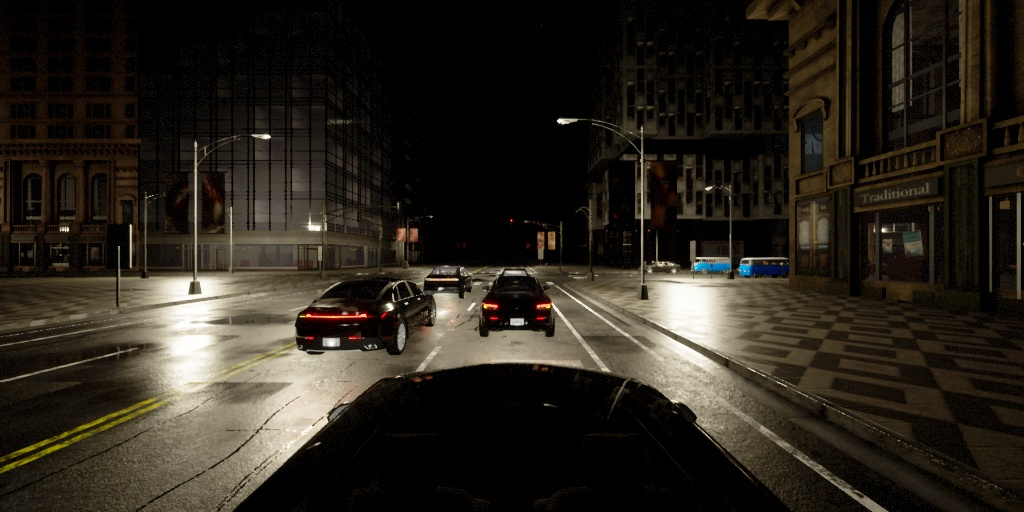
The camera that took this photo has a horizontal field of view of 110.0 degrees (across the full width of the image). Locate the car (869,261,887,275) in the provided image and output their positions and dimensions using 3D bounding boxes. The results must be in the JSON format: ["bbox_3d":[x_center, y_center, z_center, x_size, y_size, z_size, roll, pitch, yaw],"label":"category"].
[{"bbox_3d":[32.781,1.253,30.251,4.207,1.307,1.802,0,0,0],"label":"car"}]

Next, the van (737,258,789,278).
[{"bbox_3d":[21.544,1.033,30.332,3.998,1.789,1.690,0,0,0],"label":"van"}]

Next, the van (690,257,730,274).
[{"bbox_3d":[21.604,1.043,38.857,3.998,1.789,1.690,0,0,0],"label":"van"}]

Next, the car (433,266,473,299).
[{"bbox_3d":[-3.104,1.241,18.067,2.128,1.511,4.902,0,0,0],"label":"car"}]

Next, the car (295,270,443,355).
[{"bbox_3d":[-3.133,1.255,8.653,1.837,1.490,4.892,0,0,0],"label":"car"}]

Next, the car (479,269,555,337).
[{"bbox_3d":[0.124,1.276,10.147,1.812,1.442,4.674,0,0,0],"label":"car"}]

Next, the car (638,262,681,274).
[{"bbox_3d":[15.985,1.264,38.898,4.403,1.370,2.007,0,0,0],"label":"car"}]
